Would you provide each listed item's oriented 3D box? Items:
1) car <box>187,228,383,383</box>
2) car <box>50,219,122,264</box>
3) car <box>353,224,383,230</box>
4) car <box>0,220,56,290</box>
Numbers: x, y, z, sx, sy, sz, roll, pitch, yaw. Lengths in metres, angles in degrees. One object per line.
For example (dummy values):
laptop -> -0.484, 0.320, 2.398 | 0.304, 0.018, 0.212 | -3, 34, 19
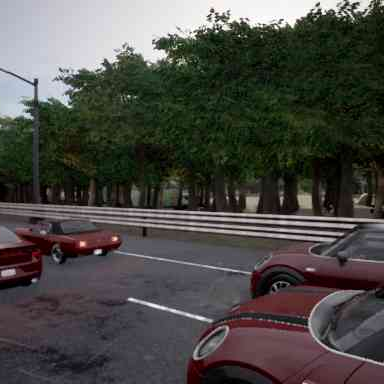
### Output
car -> 2.156, 1.354, 2.526 | 4.553, 1.767, 2.097 | 0, 0, 35
car -> -4.729, 1.598, 11.826 | 4.718, 1.301, 1.895 | 0, 0, 37
car -> 3.362, 1.352, 5.952 | 4.553, 1.767, 2.097 | 0, 0, 35
car -> -5.669, 1.475, 8.175 | 5.008, 1.535, 1.882 | 0, 0, 37
